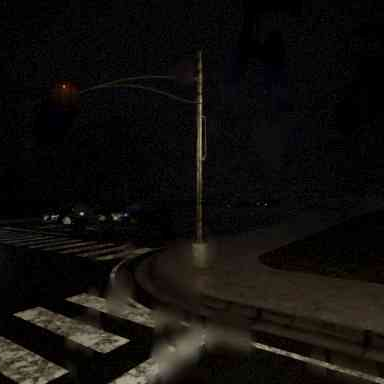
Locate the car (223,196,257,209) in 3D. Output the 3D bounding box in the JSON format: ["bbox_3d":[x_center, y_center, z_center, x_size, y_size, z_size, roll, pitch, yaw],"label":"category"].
[{"bbox_3d":[6.076,1.421,43.483,2.033,1.411,5.357,0,0,35],"label":"car"}]

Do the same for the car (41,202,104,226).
[{"bbox_3d":[-8.015,1.457,23.296,1.837,1.490,4.892,0,0,35],"label":"car"}]

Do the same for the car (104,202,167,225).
[{"bbox_3d":[-3.698,1.457,23.808,1.812,1.442,4.674,0,0,35],"label":"car"}]

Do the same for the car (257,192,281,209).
[{"bbox_3d":[9.654,1.080,42.924,2.150,2.045,5.566,0,0,35],"label":"car"}]
